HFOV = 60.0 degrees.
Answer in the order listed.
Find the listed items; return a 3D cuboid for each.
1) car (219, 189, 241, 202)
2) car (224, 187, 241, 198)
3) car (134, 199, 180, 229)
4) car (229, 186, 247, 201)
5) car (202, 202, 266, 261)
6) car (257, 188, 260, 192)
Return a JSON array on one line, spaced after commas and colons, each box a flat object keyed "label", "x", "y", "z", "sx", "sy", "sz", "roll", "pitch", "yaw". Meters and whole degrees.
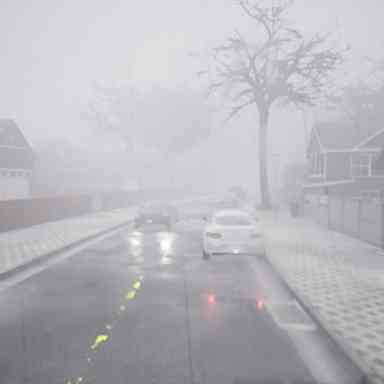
[{"label": "car", "x": 4.205, "y": 0.697, "z": 37.758, "sx": 1.812, "sy": 1.442, "sz": 4.674, "roll": 0, "pitch": 1, "yaw": 13}, {"label": "car", "x": 7.226, "y": 0.058, "z": 59.182, "sx": 2.097, "sy": 1.767, "sz": 4.553, "roll": 1, "pitch": 1, "yaw": 20}, {"label": "car", "x": -1.816, "y": 1.111, "z": 18.482, "sx": 1.812, "sy": 1.442, "sz": 4.674, "roll": 0, "pitch": 1, "yaw": 6}, {"label": "car", "x": 6.708, "y": 0.162, "z": 48.497, "sx": 2.150, "sy": 2.045, "sz": 5.566, "roll": 1, "pitch": 1, "yaw": 16}, {"label": "car", "x": 1.312, "y": 1.277, "z": 11.162, "sx": 1.812, "sy": 1.442, "sz": 4.674, "roll": 0, "pitch": 1, "yaw": 4}, {"label": "car", "x": 17.769, "y": -0.409, "z": 83.650, "sx": 1.812, "sy": 1.442, "sz": 4.674, "roll": 1, "pitch": 1, "yaw": 28}]
